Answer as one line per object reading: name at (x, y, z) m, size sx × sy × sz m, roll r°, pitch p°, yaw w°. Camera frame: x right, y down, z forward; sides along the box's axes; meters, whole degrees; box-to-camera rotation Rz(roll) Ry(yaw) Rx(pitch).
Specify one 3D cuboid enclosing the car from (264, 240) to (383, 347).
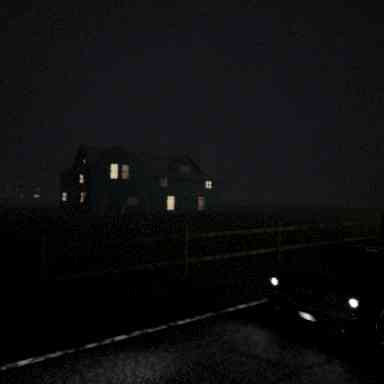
car at (3.626, 1.699, 6.591) m, size 4.718 × 1.301 × 1.895 m, roll 1°, pitch -1°, yaw -36°
